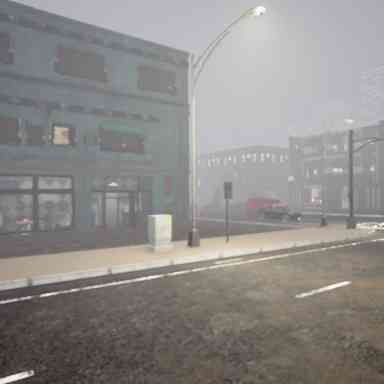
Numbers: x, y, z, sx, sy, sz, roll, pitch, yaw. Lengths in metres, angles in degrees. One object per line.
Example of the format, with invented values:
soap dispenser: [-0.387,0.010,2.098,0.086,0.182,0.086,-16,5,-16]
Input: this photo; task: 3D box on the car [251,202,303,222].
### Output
car: [7.704,1.874,29.548,1.947,1.339,4.313,-1,0,-35]

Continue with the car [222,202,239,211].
car: [6.603,1.986,45.786,1.802,1.307,4.206,-1,0,-35]

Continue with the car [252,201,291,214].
car: [9.806,1.892,41.273,2.008,1.369,4.403,-1,0,-35]

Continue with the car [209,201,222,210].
car: [3.399,2.049,50.299,1.802,1.307,4.206,-1,0,-35]

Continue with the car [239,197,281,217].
car: [7.847,1.550,34.040,2.150,2.045,5.566,-1,0,-35]

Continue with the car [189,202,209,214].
car: [-0.233,1.907,40.933,1.967,1.590,4.097,-1,0,-35]
